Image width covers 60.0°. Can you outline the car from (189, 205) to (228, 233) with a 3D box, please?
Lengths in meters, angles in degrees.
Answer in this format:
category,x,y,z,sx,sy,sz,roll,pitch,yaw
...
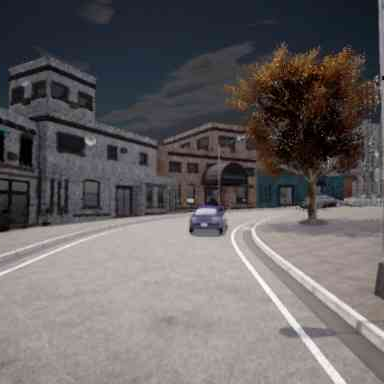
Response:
category,x,y,z,sx,sy,sz,roll,pitch,yaw
car,1.011,1.504,19.326,1.812,1.442,4.674,-1,0,10

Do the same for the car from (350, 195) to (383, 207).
category,x,y,z,sx,sy,sz,roll,pitch,yaw
car,20.225,1.067,39.423,4.718,1.301,1.895,-2,-2,-4

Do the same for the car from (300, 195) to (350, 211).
category,x,y,z,sx,sy,sz,roll,pitch,yaw
car,13.336,1.110,34.170,4.902,1.511,2.128,-2,-2,-25
